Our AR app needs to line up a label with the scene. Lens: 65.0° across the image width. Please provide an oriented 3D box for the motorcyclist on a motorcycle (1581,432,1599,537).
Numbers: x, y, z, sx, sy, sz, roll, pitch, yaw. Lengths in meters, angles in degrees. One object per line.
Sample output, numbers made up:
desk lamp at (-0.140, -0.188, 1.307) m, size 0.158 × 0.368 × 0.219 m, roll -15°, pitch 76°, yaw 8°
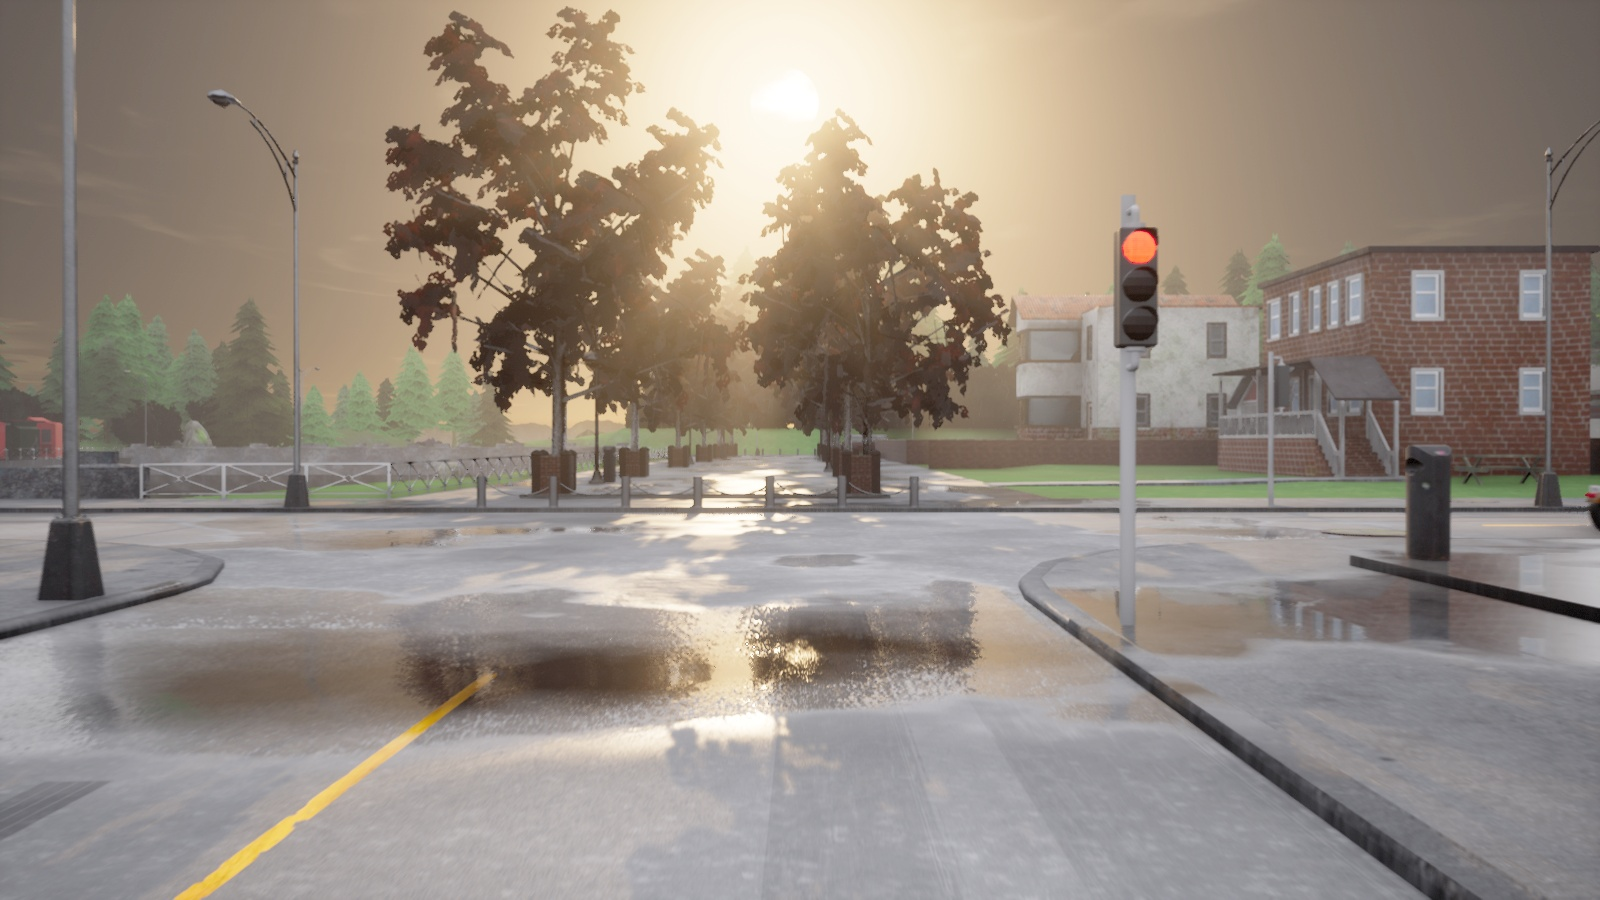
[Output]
motorcyclist on a motorcycle at (13.666, 0.542, 19.675) m, size 2.350 × 1.649 × 0.766 m, roll 0°, pitch 1°, yaw 0°
